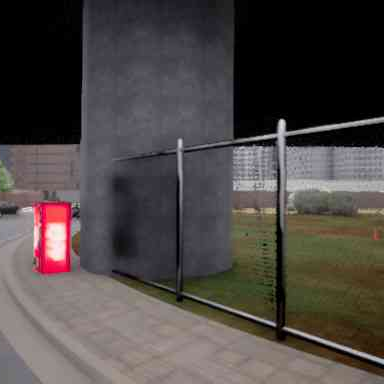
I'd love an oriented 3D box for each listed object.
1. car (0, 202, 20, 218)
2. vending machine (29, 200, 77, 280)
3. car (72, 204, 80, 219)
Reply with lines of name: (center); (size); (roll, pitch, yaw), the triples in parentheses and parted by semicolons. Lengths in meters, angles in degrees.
car: (-18.639, 1.719, 32.374); (1.837, 1.490, 4.892); (0, -1, 1)
vending machine: (-3.929, 1.272, 9.392); (1.100, 2.100, 0.880); (1, -1, -32)
car: (-11.406, 1.835, 32.411); (1.994, 1.385, 4.181); (0, -1, 1)
